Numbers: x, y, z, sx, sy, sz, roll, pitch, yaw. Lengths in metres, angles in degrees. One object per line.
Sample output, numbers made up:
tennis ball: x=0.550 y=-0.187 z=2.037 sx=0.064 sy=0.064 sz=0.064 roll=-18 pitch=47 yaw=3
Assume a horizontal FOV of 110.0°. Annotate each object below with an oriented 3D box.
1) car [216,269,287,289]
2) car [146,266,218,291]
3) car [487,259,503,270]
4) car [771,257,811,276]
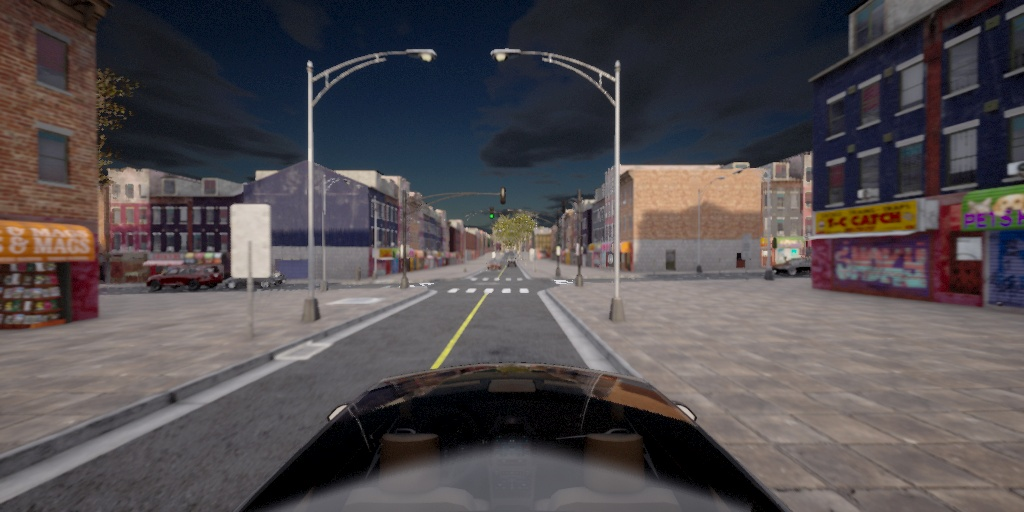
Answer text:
car: x=-20.358 y=1.830 z=28.569 sx=4.403 sy=1.370 sz=2.007 roll=0 pitch=0 yaw=0
car: x=-25.892 y=1.730 z=28.569 sx=5.009 sy=1.841 sz=2.192 roll=0 pitch=0 yaw=0
car: x=-2.796 y=1.336 z=57.210 sx=2.097 sy=1.767 sz=4.553 roll=0 pitch=0 yaw=0
car: x=23.118 y=0.796 z=28.571 sx=4.313 sy=1.339 sz=1.948 roll=0 pitch=0 yaw=0
